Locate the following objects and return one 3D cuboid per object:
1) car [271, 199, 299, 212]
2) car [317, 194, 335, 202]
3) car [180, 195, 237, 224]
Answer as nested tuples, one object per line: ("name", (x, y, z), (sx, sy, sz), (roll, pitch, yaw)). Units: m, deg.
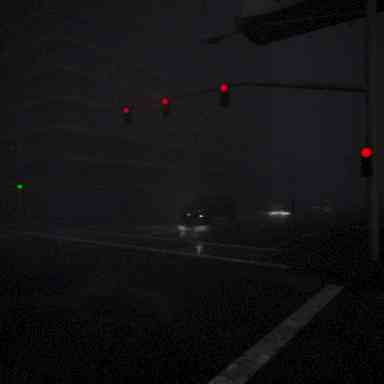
("car", (10.691, 1.491, 38.105), (1.994, 1.385, 4.181), (-1, 0, 37))
("car", (20.636, 1.049, 51.171), (1.837, 1.490, 4.892), (-1, 0, 37))
("car", (1.427, 1.240, 25.815), (2.150, 2.045, 5.566), (-1, 0, 37))
